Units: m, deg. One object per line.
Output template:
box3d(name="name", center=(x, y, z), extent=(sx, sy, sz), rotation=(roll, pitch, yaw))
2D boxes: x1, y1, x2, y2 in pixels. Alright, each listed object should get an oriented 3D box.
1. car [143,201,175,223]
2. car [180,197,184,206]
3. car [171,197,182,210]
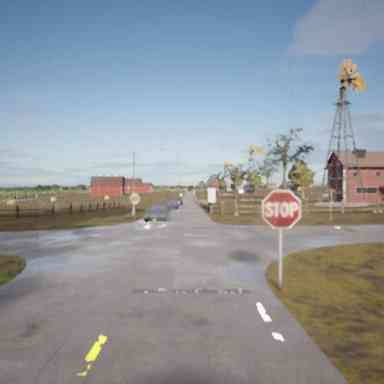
box3d(name="car", center=(-2.882, 1.799, 28.442), extent=(2.033, 1.411, 5.357), rotation=(0, 0, 0))
box3d(name="car", center=(-3.066, 2.200, 75.932), extent=(2.150, 2.045, 5.566), rotation=(0, -1, 0))
box3d(name="car", center=(-2.959, 2.039, 51.066), extent=(1.882, 1.535, 5.008), rotation=(0, 0, 0))
